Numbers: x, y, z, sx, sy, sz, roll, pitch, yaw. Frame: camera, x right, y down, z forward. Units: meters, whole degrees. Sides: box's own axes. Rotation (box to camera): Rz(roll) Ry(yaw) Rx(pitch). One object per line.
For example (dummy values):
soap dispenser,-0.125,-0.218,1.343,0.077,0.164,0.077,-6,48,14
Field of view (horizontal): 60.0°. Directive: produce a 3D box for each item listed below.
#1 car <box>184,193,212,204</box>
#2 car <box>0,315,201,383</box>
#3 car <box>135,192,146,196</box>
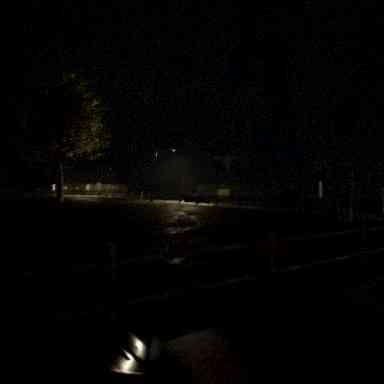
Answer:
car,0.803,0.854,44.381,1.994,1.385,4.181,1,1,-35
car,-1.863,1.563,1.734,4.181,1.385,1.994,0,0,-35
car,-8.330,0.238,57.296,1.994,1.385,4.181,1,0,-36
